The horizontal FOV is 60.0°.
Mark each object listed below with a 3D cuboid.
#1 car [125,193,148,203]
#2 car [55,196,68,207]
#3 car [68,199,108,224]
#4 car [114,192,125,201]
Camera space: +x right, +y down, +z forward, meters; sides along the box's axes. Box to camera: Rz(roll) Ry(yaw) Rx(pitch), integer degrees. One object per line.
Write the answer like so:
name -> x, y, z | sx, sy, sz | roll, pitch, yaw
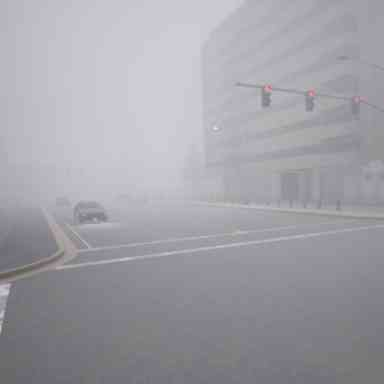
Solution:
car -> -8.174, 0.836, 50.366 | 1.882, 1.535, 5.008 | -3, 1, -25
car -> -18.590, 1.328, 47.658 | 2.033, 1.411, 5.357 | -3, 1, -25
car -> -7.494, 1.389, 24.199 | 2.033, 1.411, 5.357 | -3, 1, -25
car -> -12.523, 0.815, 59.387 | 1.882, 1.535, 5.008 | -3, 1, -25
